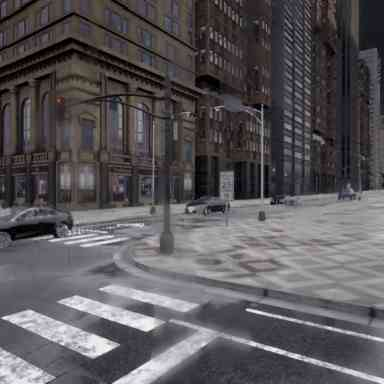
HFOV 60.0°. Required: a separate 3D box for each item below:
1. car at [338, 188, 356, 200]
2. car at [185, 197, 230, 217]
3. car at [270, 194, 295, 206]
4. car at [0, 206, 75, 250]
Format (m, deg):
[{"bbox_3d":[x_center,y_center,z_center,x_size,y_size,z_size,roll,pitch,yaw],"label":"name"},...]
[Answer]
[{"bbox_3d":[27.002,0.359,57.879,2.150,2.045,5.566,0,1,36],"label":"car"},{"bbox_3d":[1.332,1.143,27.512,2.128,1.511,4.902,0,1,36],"label":"car"},{"bbox_3d":[11.291,0.987,41.398,1.994,1.385,4.181,0,1,36],"label":"car"},{"bbox_3d":[-7.205,1.366,14.000,2.128,1.511,4.902,0,1,25],"label":"car"}]
